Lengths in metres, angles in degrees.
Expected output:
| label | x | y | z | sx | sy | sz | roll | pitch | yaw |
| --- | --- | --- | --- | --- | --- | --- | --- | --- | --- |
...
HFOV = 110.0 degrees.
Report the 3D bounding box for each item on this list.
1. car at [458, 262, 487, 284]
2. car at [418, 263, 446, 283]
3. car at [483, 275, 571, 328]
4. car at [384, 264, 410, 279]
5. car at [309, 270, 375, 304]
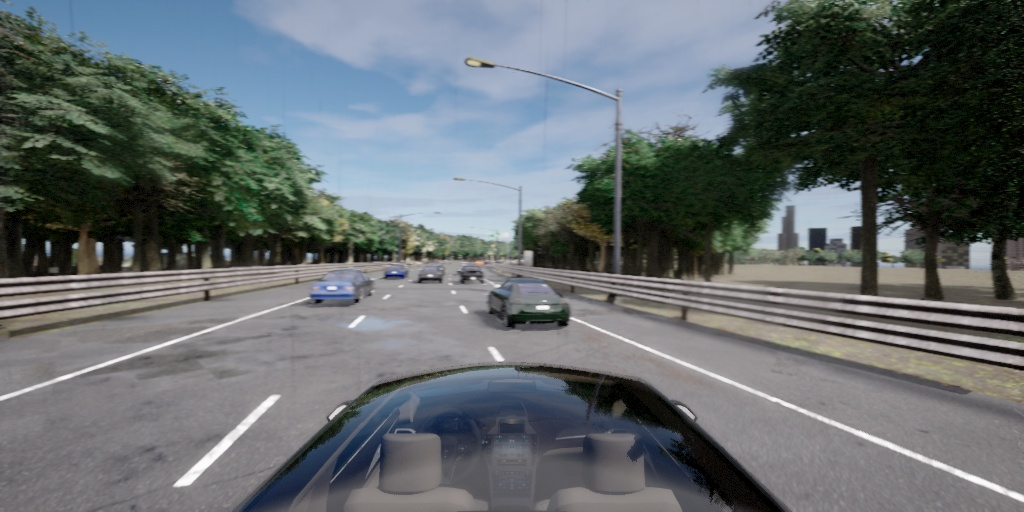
| label | x | y | z | sx | sy | sz | roll | pitch | yaw |
| --- | --- | --- | --- | --- | --- | --- | --- | --- | --- |
| car | -3.515 | 1.534 | 30.862 | 1.837 | 1.490 | 4.892 | 1 | -1 | -10 |
| car | -6.841 | 1.532 | 30.326 | 1.994 | 1.385 | 4.181 | 1 | -1 | -11 |
| car | 0.410 | 1.442 | 12.060 | 1.994 | 1.385 | 4.181 | 1 | -1 | -13 |
| car | -11.290 | 1.516 | 35.370 | 1.994 | 1.385 | 4.181 | 1 | -1 | -10 |
| car | -7.728 | 1.349 | 16.784 | 2.033 | 1.411 | 5.357 | 1 | -1 | -12 |
